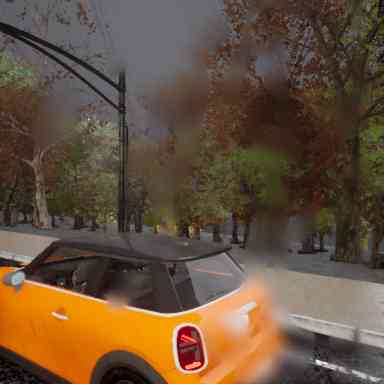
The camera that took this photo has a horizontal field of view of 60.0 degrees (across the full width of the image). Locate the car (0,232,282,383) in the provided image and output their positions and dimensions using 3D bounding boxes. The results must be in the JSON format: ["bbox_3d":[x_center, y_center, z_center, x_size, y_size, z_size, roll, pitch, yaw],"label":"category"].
[{"bbox_3d":[-1.231,1.351,4.574,4.553,1.767,2.097,0,0,36],"label":"car"}]
